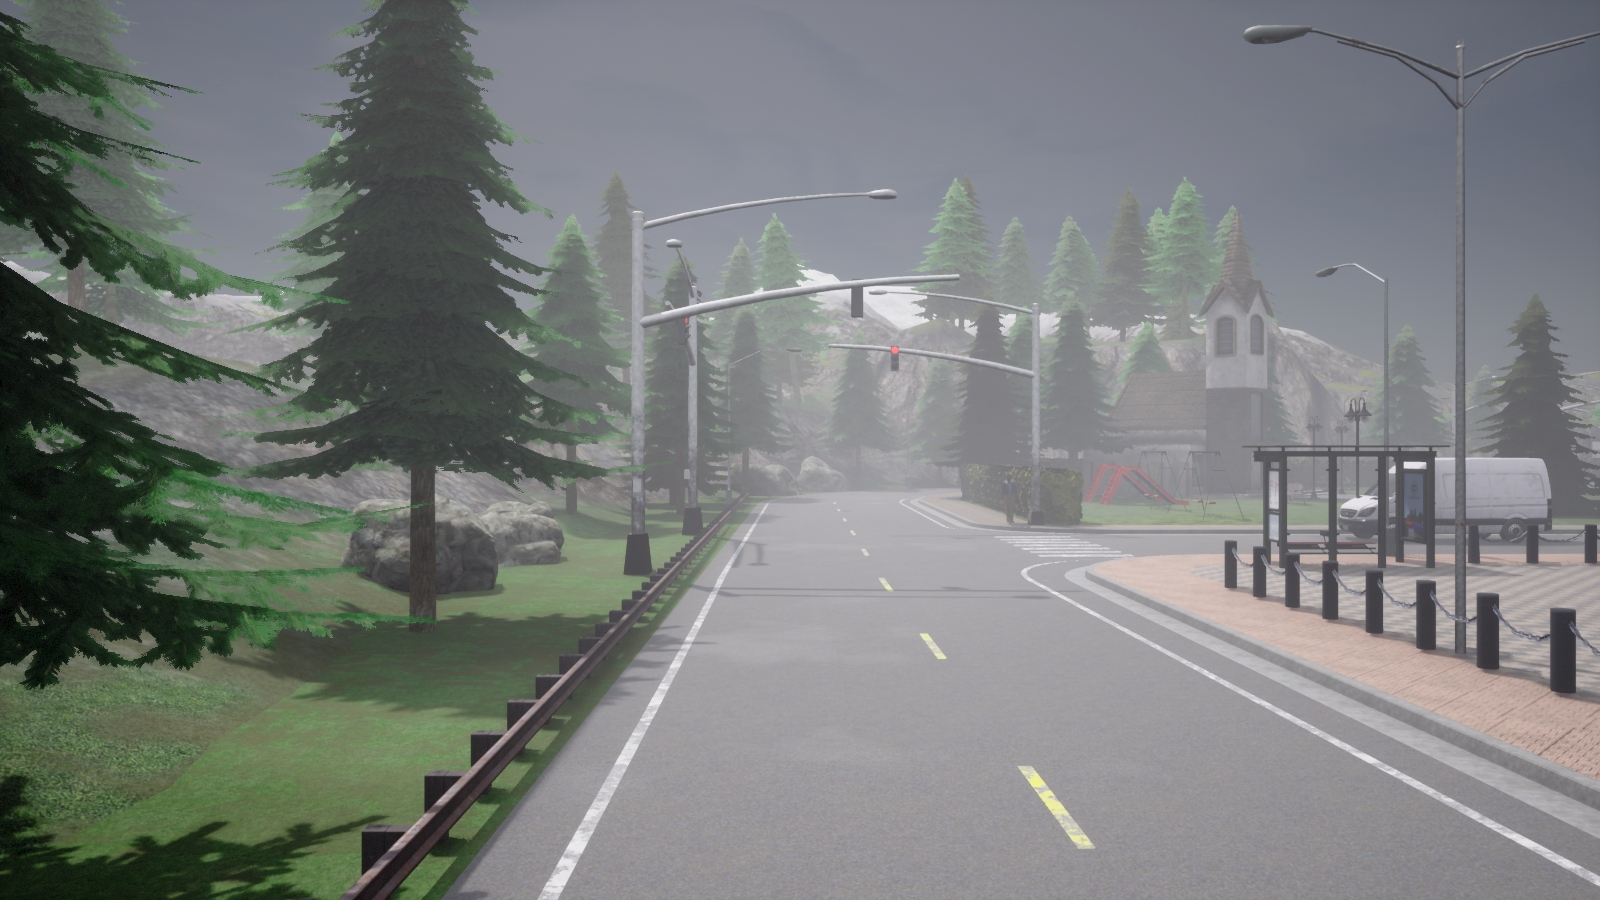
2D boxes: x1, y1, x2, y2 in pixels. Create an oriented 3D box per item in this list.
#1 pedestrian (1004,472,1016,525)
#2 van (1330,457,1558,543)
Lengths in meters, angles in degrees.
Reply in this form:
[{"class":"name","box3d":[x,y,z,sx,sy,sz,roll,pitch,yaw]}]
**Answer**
[{"class":"pedestrian","box3d":[7.389,1.690,40.199,0.375,1.860,0.375,0,0,0]},{"class":"van","box3d":[19.746,1.515,35.223,5.915,2.561,1.988,0,0,0]}]
